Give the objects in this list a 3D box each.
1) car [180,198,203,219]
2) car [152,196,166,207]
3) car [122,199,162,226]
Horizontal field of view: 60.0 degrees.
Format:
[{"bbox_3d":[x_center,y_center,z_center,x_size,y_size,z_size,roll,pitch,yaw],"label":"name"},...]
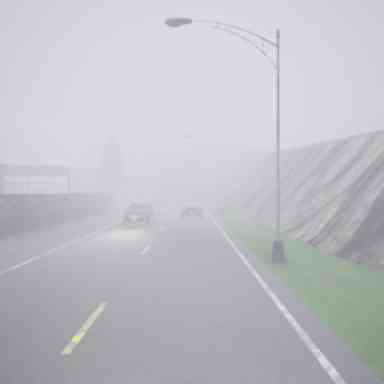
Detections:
[{"bbox_3d":[-0.009,1.493,28.488,1.812,1.442,4.674,0,0,0],"label":"car"},{"bbox_3d":[-5.258,1.428,51.563,1.882,1.535,5.008,0,0,-15],"label":"car"},{"bbox_3d":[-3.625,1.470,23.308,2.128,1.511,4.902,0,0,0],"label":"car"}]
